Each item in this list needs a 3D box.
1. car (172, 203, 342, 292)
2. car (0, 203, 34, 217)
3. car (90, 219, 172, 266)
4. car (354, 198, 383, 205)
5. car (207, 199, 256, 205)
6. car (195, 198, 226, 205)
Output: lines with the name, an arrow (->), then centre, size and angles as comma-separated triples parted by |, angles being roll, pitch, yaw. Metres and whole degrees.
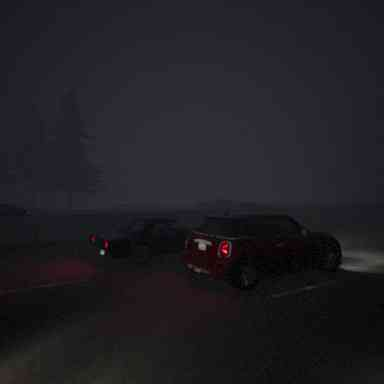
car -> 2.035, 1.333, 9.120 | 4.553, 1.767, 2.097 | 0, 0, -33
car -> -12.460, 1.440, 20.753 | 4.674, 1.442, 1.812 | 0, 0, -34
car -> -0.899, 1.568, 11.436 | 4.718, 1.301, 1.895 | 0, 0, -33
car -> 23.814, 1.498, 43.641 | 5.357, 1.411, 2.033 | 0, 0, -23
car -> 4.214, 1.489, 26.854 | 5.357, 1.411, 2.033 | 0, 0, -28
car -> 2.624, 1.402, 37.816 | 4.902, 1.511, 2.128 | 0, 0, -27
